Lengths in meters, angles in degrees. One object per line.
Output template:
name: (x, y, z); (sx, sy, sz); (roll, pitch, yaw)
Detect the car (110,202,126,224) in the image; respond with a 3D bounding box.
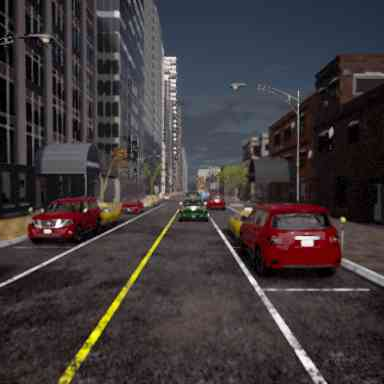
car: (-5.701, 1.402, 21.007); (1.752, 1.417, 4.829); (-1, 0, 0)

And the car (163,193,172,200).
car: (-5.700, 0.994, 76.524); (1.967, 1.590, 4.097); (-1, 0, 0)

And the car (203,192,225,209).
car: (2.677, 1.095, 37.769); (2.192, 1.841, 5.009); (-1, 0, 0)

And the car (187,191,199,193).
car: (0.102, 0.946, 46.948); (2.150, 2.045, 5.566); (0, 0, 0)

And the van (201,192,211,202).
van: (2.678, 0.960, 65.440); (1.690, 1.788, 3.998); (-1, 0, 0)

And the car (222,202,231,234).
car: (2.679, 1.433, 15.802); (1.752, 1.417, 4.829); (-1, 0, 0)

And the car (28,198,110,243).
car: (-5.704, 1.223, 15.641); (2.192, 1.841, 5.009); (-1, 0, 0)

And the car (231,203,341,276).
car: (2.675, 1.256, 10.096); (2.192, 1.841, 5.009); (-1, 0, 0)

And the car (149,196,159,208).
car: (-5.700, 1.274, 43.146); (1.752, 1.417, 4.829); (-1, 0, 0)

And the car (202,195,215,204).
car: (2.681, 1.265, 54.373); (1.802, 1.307, 4.206); (-1, 0, 0)

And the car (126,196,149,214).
car: (-5.700, 1.356, 32.246); (1.887, 1.381, 4.507); (-1, 0, 0)

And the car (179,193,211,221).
car: (0.101, 1.201, 25.633); (2.097, 1.767, 4.553); (0, 0, 0)

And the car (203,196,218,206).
car: (2.681, 1.281, 48.838); (1.947, 1.339, 4.313); (-1, 0, 0)
